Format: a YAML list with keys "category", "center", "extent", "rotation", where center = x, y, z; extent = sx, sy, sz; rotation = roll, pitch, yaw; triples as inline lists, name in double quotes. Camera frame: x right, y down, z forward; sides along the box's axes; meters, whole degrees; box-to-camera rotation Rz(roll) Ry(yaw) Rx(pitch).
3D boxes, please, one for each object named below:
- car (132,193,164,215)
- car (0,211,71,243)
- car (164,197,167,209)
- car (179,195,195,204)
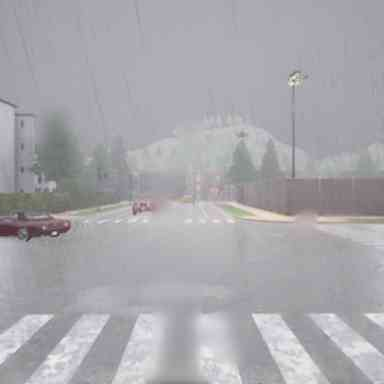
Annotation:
- category: "car"
  center: [-4.312, 1.094, 32.188]
  extent: [2.150, 2.045, 5.566]
  rotation: [0, 0, 0]
- category: "car"
  center: [-8.190, 1.546, 15.754]
  extent: [4.718, 1.301, 1.895]
  rotation: [0, 0, 24]
- category: "car"
  center: [-4.327, 1.190, 42.251]
  extent: [2.097, 1.767, 4.553]
  rotation: [0, 0, 0]
- category: "car"
  center: [-0.905, 1.256, 58.834]
  extent: [1.882, 1.535, 5.008]
  rotation: [0, 0, -15]
